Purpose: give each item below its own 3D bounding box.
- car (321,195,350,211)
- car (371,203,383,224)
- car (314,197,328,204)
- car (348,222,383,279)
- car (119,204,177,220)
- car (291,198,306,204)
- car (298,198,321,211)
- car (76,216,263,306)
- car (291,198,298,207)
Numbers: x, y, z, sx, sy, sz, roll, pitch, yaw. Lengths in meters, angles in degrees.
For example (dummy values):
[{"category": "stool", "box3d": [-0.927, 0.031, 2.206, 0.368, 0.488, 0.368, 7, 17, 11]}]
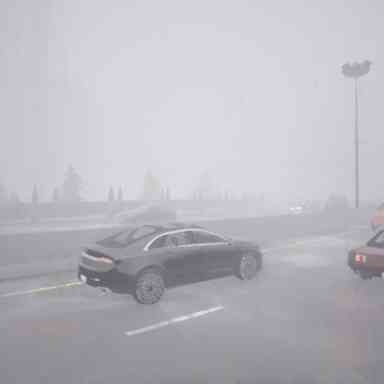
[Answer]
[{"category": "car", "box3d": [17.005, 1.407, 38.786, 2.150, 2.045, 5.566, 0, 0, 31]}, {"category": "car", "box3d": [12.914, 1.420, 20.929, 2.097, 1.767, 4.553, 0, 0, 42]}, {"category": "car", "box3d": [29.496, 2.003, 76.016, 1.882, 1.535, 5.008, 0, -1, 8]}, {"category": "car", "box3d": [6.130, 1.623, 8.999, 4.718, 1.301, 1.895, 0, 0, -42]}, {"category": "car", "box3d": [-3.137, 1.638, 24.517, 4.674, 1.442, 1.812, 0, 0, -44]}, {"category": "car", "box3d": [26.446, 2.146, 82.632, 2.033, 1.411, 5.357, 0, -1, 2]}, {"category": "car", "box3d": [15.827, 1.725, 43.881, 2.128, 1.511, 4.902, 0, -1, 28]}, {"category": "car", "box3d": [-0.286, 1.523, 8.202, 4.902, 1.511, 2.128, 0, 0, -38]}, {"category": "car", "box3d": [18.249, 1.864, 57.917, 2.128, 1.511, 4.902, 0, -1, 20]}]
